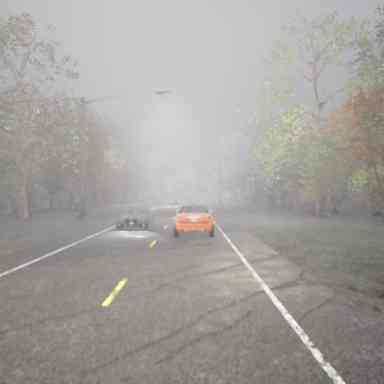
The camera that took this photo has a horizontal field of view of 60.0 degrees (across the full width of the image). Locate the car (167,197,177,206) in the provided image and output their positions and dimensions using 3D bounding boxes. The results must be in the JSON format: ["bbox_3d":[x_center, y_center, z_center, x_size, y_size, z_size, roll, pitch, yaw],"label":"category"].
[{"bbox_3d":[-3.505,1.726,62.145,2.128,1.511,4.902,0,0,1],"label":"car"}]

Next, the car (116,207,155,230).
[{"bbox_3d":[-3.589,1.656,21.653,1.994,1.385,4.181,0,0,0],"label":"car"}]

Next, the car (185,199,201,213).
[{"bbox_3d":[0.113,1.634,39.955,1.882,1.535,5.008,0,0,0],"label":"car"}]

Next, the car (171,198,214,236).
[{"bbox_3d":[0.106,1.434,18.979,2.097,1.767,4.553,0,0,0],"label":"car"}]
